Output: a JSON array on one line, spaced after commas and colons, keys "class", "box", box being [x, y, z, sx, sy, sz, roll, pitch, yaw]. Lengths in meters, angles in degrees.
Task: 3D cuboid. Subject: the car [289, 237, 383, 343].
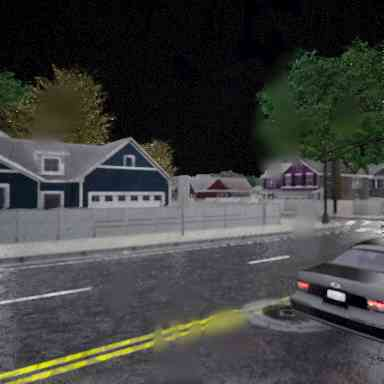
[{"class": "car", "box": [4.197, 1.622, 6.460, 5.357, 1.411, 2.033, 1, 0, -36]}]
